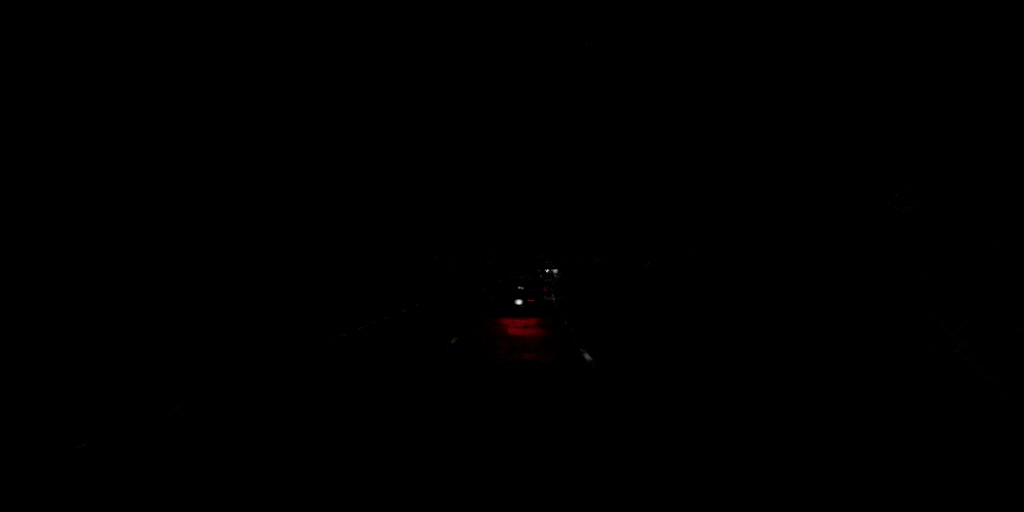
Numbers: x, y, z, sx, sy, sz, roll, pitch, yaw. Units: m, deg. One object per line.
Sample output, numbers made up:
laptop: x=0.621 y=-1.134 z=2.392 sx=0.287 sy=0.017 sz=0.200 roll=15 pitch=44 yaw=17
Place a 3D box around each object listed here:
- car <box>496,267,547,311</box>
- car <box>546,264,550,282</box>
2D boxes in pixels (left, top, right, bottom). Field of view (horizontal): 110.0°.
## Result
car: x=0.438 y=1.391 z=15.190 sx=1.837 sy=1.490 sz=4.892 roll=0 pitch=0 yaw=5
car: x=1.914 y=1.613 z=29.741 sx=1.895 sy=1.301 sz=4.718 roll=0 pitch=0 yaw=9
